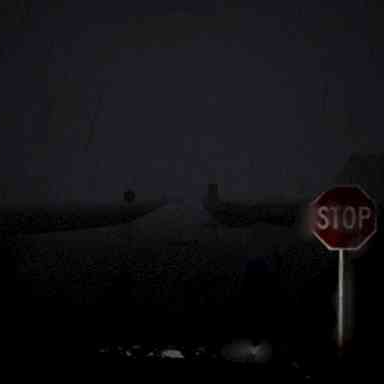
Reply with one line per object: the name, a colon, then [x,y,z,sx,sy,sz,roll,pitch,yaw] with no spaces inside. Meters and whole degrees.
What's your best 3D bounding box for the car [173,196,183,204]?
car: [-2.757,1.586,65.564,2.033,1.411,5.357,0,0,0]
